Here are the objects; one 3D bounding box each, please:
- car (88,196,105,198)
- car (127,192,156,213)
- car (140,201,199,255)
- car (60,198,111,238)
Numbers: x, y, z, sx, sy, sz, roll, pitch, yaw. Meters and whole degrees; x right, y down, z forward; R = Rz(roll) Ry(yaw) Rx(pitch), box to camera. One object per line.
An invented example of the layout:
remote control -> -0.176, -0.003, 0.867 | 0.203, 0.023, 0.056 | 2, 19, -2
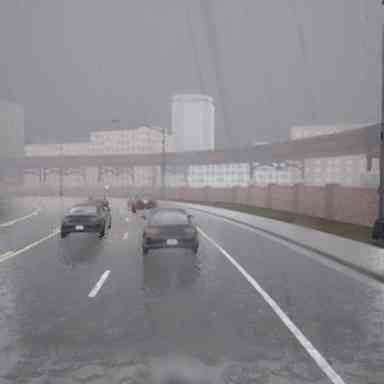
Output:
car -> -9.586, 1.011, 33.356 | 1.895, 1.301, 4.718 | -1, 1, -22
car -> -4.406, 0.810, 28.974 | 2.097, 1.767, 4.553 | -1, 1, -17
car -> -0.875, 1.287, 12.212 | 1.812, 1.442, 4.674 | 0, 1, -7
car -> -4.900, 1.238, 15.741 | 1.812, 1.442, 4.674 | 0, 1, -9
